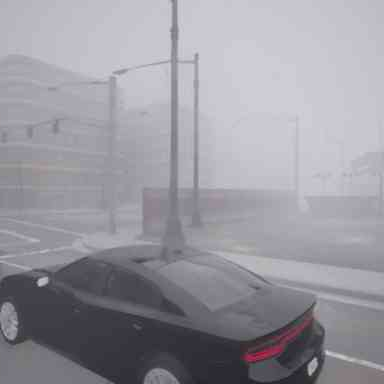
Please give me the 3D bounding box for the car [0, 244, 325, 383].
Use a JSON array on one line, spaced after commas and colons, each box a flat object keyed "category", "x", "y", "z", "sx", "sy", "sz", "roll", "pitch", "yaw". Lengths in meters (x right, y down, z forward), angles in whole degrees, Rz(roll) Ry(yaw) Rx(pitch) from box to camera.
[{"category": "car", "x": -0.838, "y": 1.482, "z": 4.652, "sx": 5.008, "sy": 1.535, "sz": 1.882, "roll": 0, "pitch": 0, "yaw": 37}]
